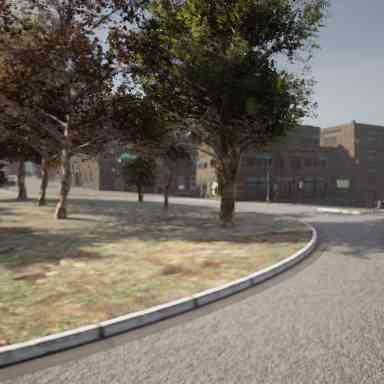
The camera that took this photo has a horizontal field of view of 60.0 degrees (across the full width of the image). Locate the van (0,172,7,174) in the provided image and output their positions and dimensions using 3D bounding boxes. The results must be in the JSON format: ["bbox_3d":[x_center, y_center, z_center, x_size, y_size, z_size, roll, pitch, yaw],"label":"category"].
[{"bbox_3d":[-43.030,-3.022,74.786,1.878,1.987,4.442,6,5,32],"label":"van"}]

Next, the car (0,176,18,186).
[{"bbox_3d":[-37.492,-1.934,67.546,2.231,1.521,4.892,6,5,32],"label":"car"}]

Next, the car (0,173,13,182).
[{"bbox_3d":[-44.971,-3.328,77.041,2.435,2.045,5.566,6,5,32],"label":"car"}]
